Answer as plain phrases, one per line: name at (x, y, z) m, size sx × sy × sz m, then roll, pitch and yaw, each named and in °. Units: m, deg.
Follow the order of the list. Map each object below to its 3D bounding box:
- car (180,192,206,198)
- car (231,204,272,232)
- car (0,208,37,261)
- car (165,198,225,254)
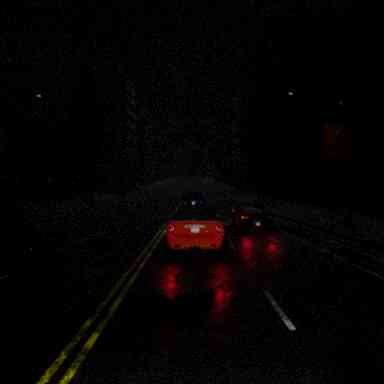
car at (0.115, 0.997, 30.942) m, size 2.150 × 2.045 × 5.566 m, roll 0°, pitch 1°, yaw 0°
car at (3.359, 1.418, 19.223) m, size 1.812 × 1.442 × 4.674 m, roll 0°, pitch 0°, yaw 0°
car at (-6.513, 1.298, 9.765) m, size 2.097 × 1.767 × 4.553 m, roll 0°, pitch 0°, yaw 0°
car at (0.106, 1.280, 13.267) m, size 2.097 × 1.767 × 4.553 m, roll 0°, pitch 0°, yaw 0°
